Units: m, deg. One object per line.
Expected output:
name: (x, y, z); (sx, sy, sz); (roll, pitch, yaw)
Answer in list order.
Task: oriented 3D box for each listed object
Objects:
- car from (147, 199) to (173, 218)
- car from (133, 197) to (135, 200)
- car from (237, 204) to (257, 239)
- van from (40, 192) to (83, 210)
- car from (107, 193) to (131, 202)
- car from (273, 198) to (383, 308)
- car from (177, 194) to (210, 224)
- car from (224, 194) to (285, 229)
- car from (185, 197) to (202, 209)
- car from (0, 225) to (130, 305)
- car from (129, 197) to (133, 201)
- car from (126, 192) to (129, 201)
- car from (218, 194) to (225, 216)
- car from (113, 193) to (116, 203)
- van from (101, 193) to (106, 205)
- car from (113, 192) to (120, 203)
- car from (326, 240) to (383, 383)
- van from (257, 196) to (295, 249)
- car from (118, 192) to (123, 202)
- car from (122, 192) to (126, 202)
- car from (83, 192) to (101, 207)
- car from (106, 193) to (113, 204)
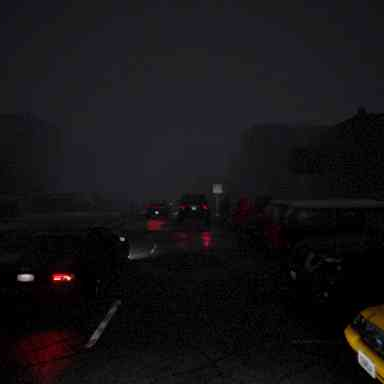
car: (-2.848, 1.408, 29.520); (1.837, 1.490, 4.892); (0, 0, 0)
car: (-15.933, 1.362, 75.340); (4.674, 1.452, 2.002); (0, 0, 0)
car: (4.711, 1.459, 14.642); (4.892, 1.521, 2.231); (0, 0, 0)
van: (-15.743, 1.082, 39.510); (4.442, 1.987, 1.878); (0, 0, 0)
car: (-15.892, 1.173, 72.586); (4.553, 1.767, 2.185); (0, 0, 0)
car: (4.679, 1.225, 6.306); (5.566, 2.045, 2.435); (0, 0, 0)
car: (0.131, 1.157, 24.032); (2.150, 2.045, 5.566); (0, 0, 0)
car: (4.753, 1.196, 17.542); (5.566, 2.045, 2.435); (0, 0, 0)
car: (0.220, 1.344, 42.846); (2.033, 1.411, 5.357); (0, 0, 0)
car: (-2.898, 1.540, 8.311); (2.033, 1.411, 5.357); (0, 0, 0)
car: (-15.948, 1.029, 69.831); (5.566, 2.045, 2.435); (0, 0, 0)
car: (-15.918, 1.264, 67.073); (5.008, 1.535, 2.097); (0, 0, 0)
car: (4.776, 1.154, 25.878); (5.566, 2.045, 2.435); (0, 0, 0)
car: (-15.862, 1.268, 56.049); (4.792, 1.488, 2.163); (0, 0, 0)
van: (-15.997, 1.021, 50.658); (4.442, 1.987, 1.878); (0, 0, 0)
car: (-15.904, 1.241, 58.805); (4.892, 1.521, 2.231); (0, 0, 0)
car: (4.524, 1.477, 3.523); (5.366, 1.575, 1.946); (0, 0, 0)
van: (4.832, 1.240, 11.859); (4.442, 1.987, 1.878); (0, 0, 0)
car: (-15.909, 1.245, 61.561); (4.892, 1.521, 2.231); (0, 0, 0)
car: (-15.903, 1.252, 64.318); (5.008, 1.535, 2.097); (0, 0, 0)
car: (-15.842, 1.019, 45.021); (5.566, 2.045, 2.435); (0, 0, 0)
car: (-15.892, 1.241, 53.293); (5.008, 1.535, 2.097); (0, 0, 0)
